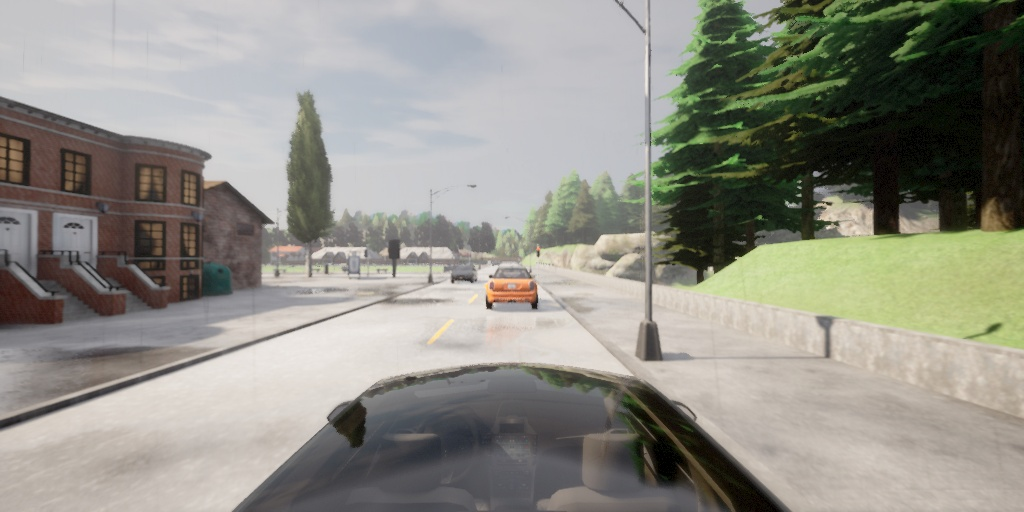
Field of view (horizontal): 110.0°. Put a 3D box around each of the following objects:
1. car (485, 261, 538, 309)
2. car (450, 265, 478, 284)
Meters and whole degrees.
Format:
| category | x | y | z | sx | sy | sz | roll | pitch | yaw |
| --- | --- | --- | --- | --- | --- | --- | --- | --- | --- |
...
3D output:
| category | x | y | z | sx | sy | sz | roll | pitch | yaw |
| --- | --- | --- | --- | --- | --- | --- | --- | --- | --- |
| car | -0.003 | 1.232 | 15.933 | 2.097 | 1.767 | 4.553 | 0 | -1 | 0 |
| car | -4.017 | 1.531 | 30.570 | 1.837 | 1.490 | 4.892 | 0 | -1 | 0 |
